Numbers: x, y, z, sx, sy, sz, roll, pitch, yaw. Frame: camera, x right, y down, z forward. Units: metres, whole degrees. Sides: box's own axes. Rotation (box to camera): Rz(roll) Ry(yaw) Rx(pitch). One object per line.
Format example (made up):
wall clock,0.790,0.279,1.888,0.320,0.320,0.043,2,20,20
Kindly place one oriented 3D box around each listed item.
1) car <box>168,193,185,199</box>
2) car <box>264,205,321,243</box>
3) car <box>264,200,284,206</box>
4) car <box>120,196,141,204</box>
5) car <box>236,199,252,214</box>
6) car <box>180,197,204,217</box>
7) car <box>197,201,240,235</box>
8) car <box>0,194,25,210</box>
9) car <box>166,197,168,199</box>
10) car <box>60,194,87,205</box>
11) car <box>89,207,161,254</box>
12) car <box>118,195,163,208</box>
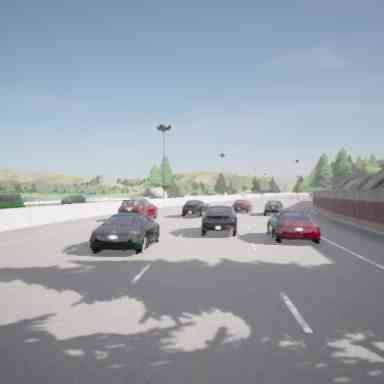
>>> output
car,-3.166,1.128,66.088,2.150,2.045,5.566,0,0,19
car,4.804,1.558,16.159,1.994,1.385,4.181,0,0,7
car,8.269,1.531,33.573,2.033,1.411,5.357,0,0,15
car,-11.640,1.516,63.045,1.895,1.301,4.718,0,0,19
car,5.481,1.498,36.394,1.812,1.442,4.674,0,0,16
car,0.375,1.469,30.728,1.837,1.490,4.892,0,0,13
car,1.622,1.487,18.641,1.837,1.490,4.892,0,0,8
car,-15.224,1.147,25.350,2.150,2.045,5.566,0,0,10
car,-7.118,1.462,65.369,1.837,1.490,4.892,0,0,19
car,-18.844,1.233,52.969,2.097,1.767,4.553,0,0,19
car,-2.540,1.540,13.547,1.994,1.385,4.181,0,0,6
car,-4.164,1.308,26.207,2.097,1.767,4.553,0,0,11
